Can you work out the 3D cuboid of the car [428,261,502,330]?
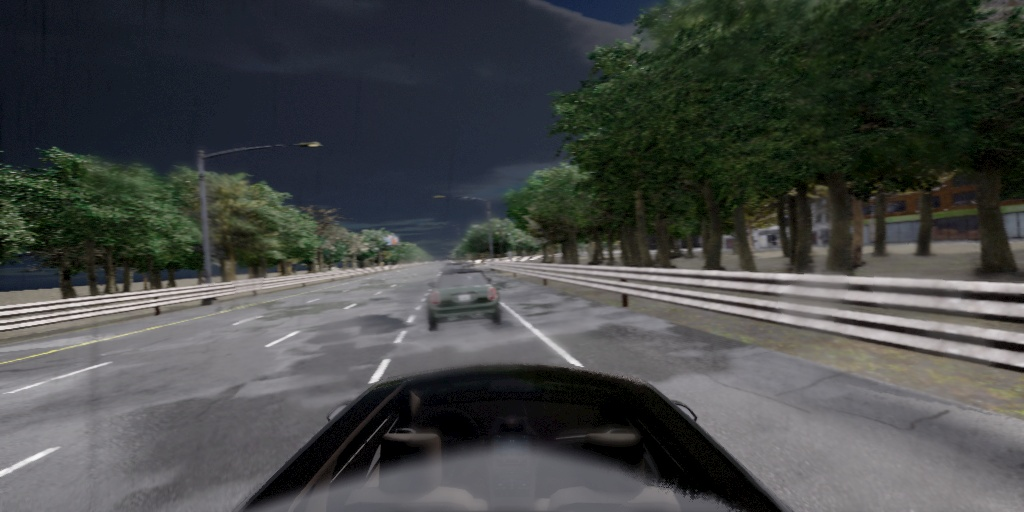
[{"bbox_3d":[-1.685,1.199,12.018,2.097,1.767,4.553,-4,0,-10],"label":"car"}]
